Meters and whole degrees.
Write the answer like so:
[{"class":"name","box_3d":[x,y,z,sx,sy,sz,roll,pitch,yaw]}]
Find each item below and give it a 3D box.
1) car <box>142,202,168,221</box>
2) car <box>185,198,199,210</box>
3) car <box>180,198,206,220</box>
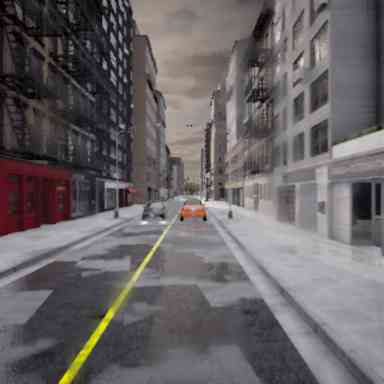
[{"class":"car","box_3d":[-3.080,1.560,28.151,1.812,1.442,4.674,0,0,0]},{"class":"car","box_3d":[0.048,1.598,45.361,1.837,1.490,4.892,0,0,1]},{"class":"car","box_3d":[0.103,1.388,28.186,2.097,1.767,4.553,0,0,0]}]
